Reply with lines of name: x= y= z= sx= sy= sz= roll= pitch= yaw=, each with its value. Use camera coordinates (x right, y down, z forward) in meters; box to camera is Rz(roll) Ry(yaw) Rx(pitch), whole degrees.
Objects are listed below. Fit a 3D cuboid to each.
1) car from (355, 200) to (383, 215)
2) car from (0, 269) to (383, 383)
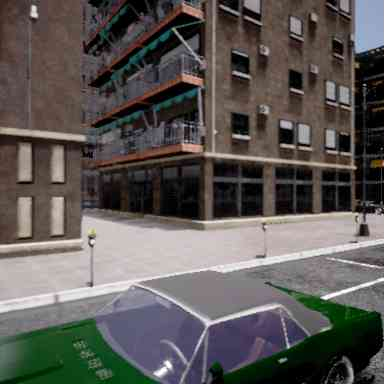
car: x=16.707 y=1.441 z=31.687 sx=2.008 sy=1.369 sz=4.403 roll=1 pitch=0 yaw=-36
car: x=-0.165 y=1.606 z=3.261 sx=4.718 sy=1.301 sz=1.895 roll=0 pitch=0 yaw=-36
